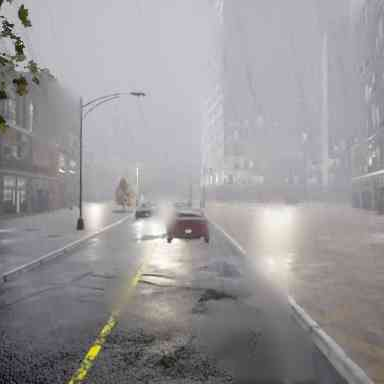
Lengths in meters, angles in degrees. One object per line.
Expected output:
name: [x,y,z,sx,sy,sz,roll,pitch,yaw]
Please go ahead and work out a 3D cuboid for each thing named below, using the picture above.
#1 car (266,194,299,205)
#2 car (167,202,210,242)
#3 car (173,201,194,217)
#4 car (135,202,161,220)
car: [13.957,1.196,51.535,5.009,1.841,2.192,0,-1,15]
car: [-0.200,1.479,16.305,1.882,1.535,5.008,0,0,-1]
car: [-0.905,1.603,32.200,1.895,1.301,4.718,0,0,-3]
car: [-3.571,1.563,27.609,1.994,1.385,4.181,0,0,-3]
